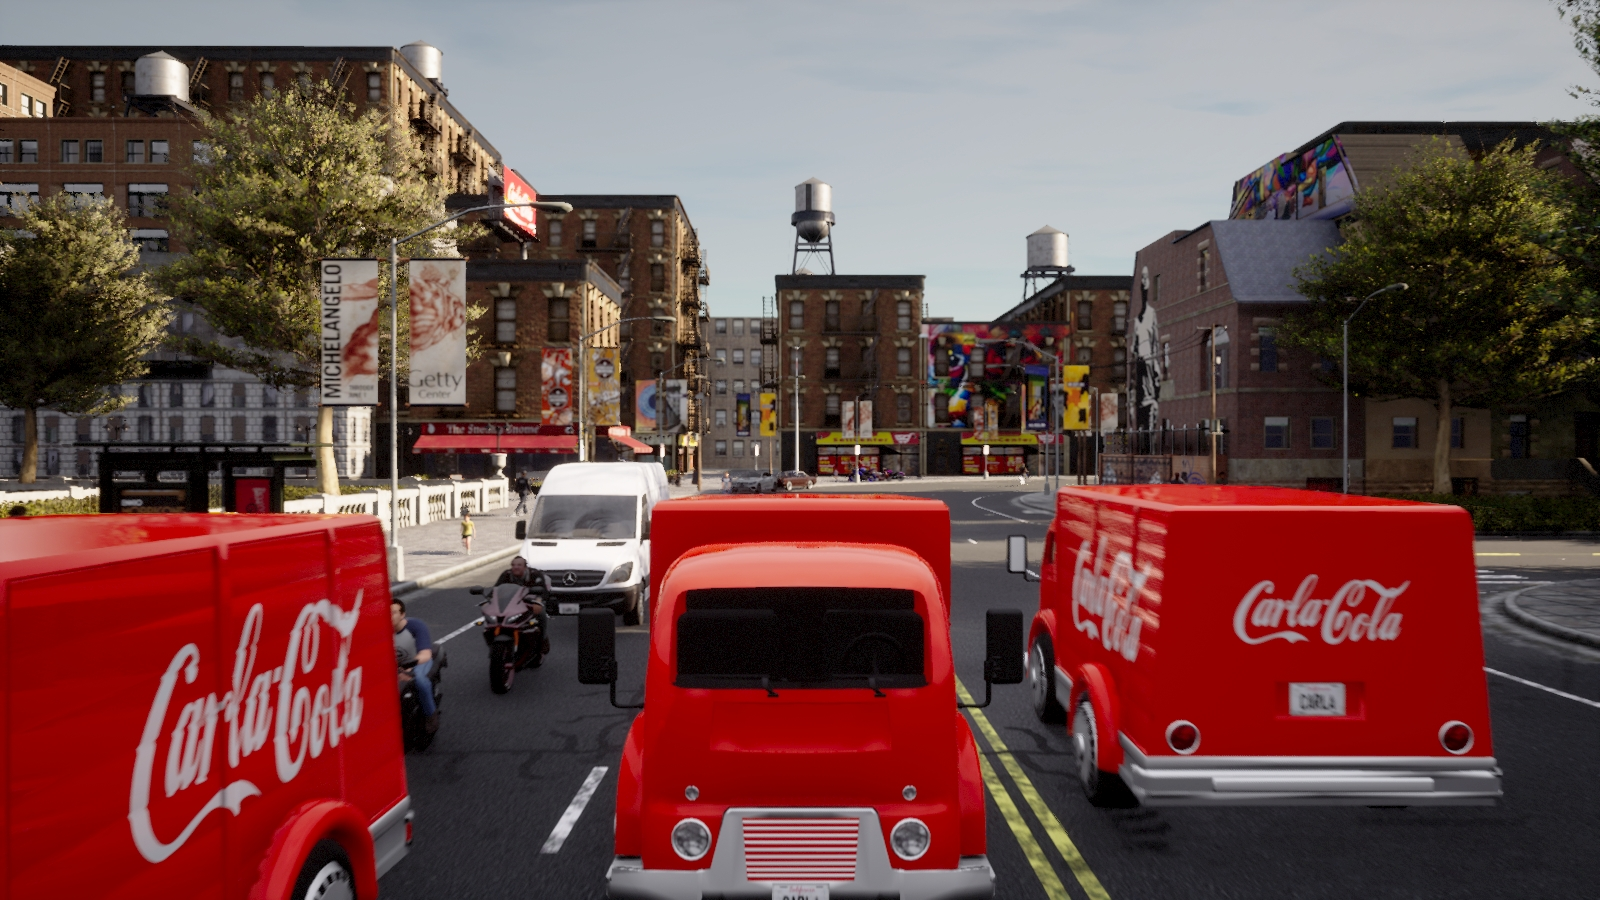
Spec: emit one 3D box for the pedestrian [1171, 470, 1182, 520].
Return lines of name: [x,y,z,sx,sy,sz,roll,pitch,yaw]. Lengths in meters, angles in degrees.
pedestrian: [14.155,1.680,42.924,0.375,1.860,0.375,0,0,14]

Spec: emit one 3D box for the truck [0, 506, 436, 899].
truck: [-3.498,1.567,4.247,2.627,2.467,5.204,0,0,0]

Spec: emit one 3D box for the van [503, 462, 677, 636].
van: [-3.490,1.526,20.227,1.988,2.561,5.915,0,0,0]

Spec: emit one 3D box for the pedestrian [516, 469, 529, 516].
pedestrian: [-11.041,1.679,45.419,0.375,1.860,0.375,0,0,15]

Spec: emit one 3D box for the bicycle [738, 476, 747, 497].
bicycle: [-3.434,2.180,68.499,0.373,1.196,1.643,0,0,2]

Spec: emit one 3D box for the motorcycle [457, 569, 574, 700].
motorcycle: [-3.430,2.199,13.998,0.867,1.251,2.209,0,0,1]

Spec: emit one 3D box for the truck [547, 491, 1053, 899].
truck: [-0.003,1.580,8.554,2.627,2.467,5.204,0,-1,0]

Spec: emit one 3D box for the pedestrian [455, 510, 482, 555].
pedestrian: [-8.319,2.065,28.689,0.500,1.100,0.500,0,0,5]

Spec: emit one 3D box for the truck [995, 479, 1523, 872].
truck: [3.491,1.564,10.186,2.627,2.467,5.204,0,0,0]

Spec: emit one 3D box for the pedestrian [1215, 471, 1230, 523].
pedestrian: [15.263,1.680,41.257,0.375,1.860,0.375,0,0,-10]
